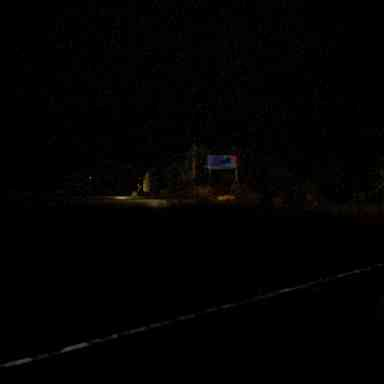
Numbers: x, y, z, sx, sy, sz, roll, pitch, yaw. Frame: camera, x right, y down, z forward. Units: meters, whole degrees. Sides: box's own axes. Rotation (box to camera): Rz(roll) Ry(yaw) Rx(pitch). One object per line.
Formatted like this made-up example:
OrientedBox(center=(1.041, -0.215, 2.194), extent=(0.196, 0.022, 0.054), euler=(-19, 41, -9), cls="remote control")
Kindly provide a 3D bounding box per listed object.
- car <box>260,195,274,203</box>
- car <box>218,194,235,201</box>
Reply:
OrientedBox(center=(15.083, 1.427, 68.416), extent=(1.882, 1.535, 5.008), euler=(0, 0, -34), cls="car")
OrientedBox(center=(8.050, 1.312, 78.756), extent=(1.882, 1.535, 5.008), euler=(0, 0, -34), cls="car")
